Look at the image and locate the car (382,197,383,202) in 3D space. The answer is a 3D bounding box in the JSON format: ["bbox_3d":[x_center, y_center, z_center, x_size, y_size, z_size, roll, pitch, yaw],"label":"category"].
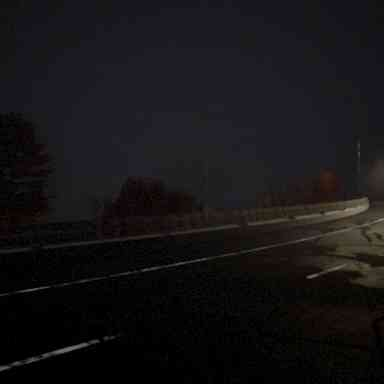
[{"bbox_3d":[34.250,1.059,57.400,1.812,1.442,4.674,0,0,19],"label":"car"}]
